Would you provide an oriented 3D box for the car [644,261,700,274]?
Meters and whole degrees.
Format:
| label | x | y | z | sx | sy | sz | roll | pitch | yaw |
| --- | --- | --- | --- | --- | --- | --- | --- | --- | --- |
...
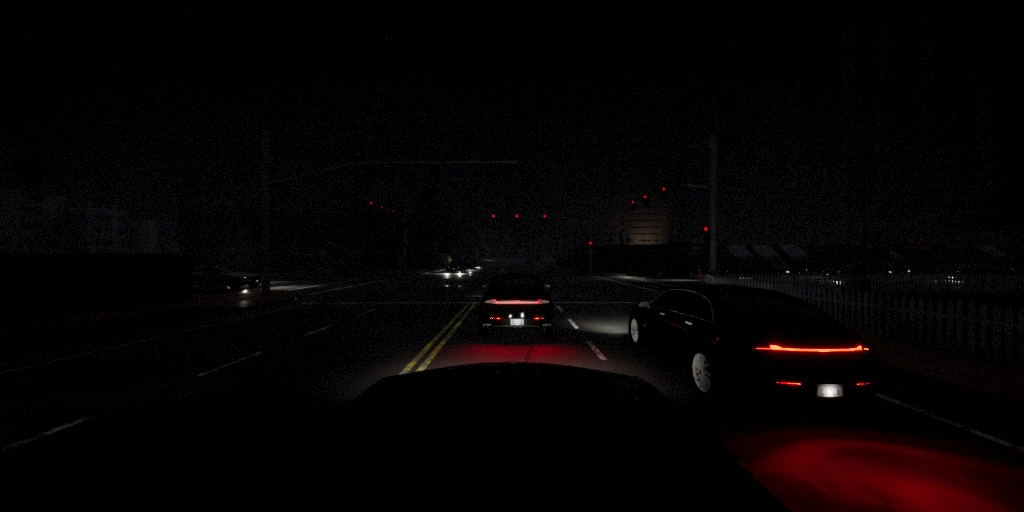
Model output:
| label | x | y | z | sx | sy | sz | roll | pitch | yaw |
| --- | --- | --- | --- | --- | --- | --- | --- | --- | --- |
| car | 14.920 | 1.255 | 33.512 | 4.892 | 1.490 | 1.837 | 0 | 0 | 1 |

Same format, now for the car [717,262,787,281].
| label | x | y | z | sx | sy | sz | roll | pitch | yaw |
| --- | --- | --- | --- | --- | --- | --- | --- | --- | --- |
| car | 19.615 | 1.241 | 30.036 | 4.902 | 1.511 | 2.128 | 0 | 0 | -1 |

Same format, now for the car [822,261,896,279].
| label | x | y | z | sx | sy | sz | roll | pitch | yaw |
| --- | --- | --- | --- | --- | --- | --- | --- | --- | --- |
| car | 28.875 | 1.276 | 30.203 | 4.674 | 1.442 | 1.812 | 0 | 0 | -1 |

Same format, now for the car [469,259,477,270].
| label | x | y | z | sx | sy | sz | roll | pitch | yaw |
| --- | --- | --- | --- | --- | --- | --- | --- | --- | --- |
| car | -6.778 | 1.276 | 54.181 | 1.812 | 1.442 | 4.674 | 0 | 0 | 1 |

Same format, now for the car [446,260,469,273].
| label | x | y | z | sx | sy | sz | roll | pitch | yaw |
| --- | --- | --- | --- | --- | --- | --- | --- | --- | --- |
| car | -6.845 | 1.255 | 44.358 | 1.837 | 1.490 | 4.892 | 0 | 0 | 0 |

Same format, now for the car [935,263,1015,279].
| label | x | y | z | sx | sy | sz | roll | pitch | yaw |
| --- | --- | --- | --- | --- | --- | --- | --- | --- | --- |
| car | 38.875 | 1.276 | 30.387 | 4.674 | 1.442 | 1.812 | 0 | 0 | -1 |

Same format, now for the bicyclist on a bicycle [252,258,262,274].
| label | x | y | z | sx | sy | sz | roll | pitch | yaw |
| --- | --- | --- | --- | --- | --- | --- | --- | --- | --- |
| bicyclist on a bicycle | -26.175 | 1.051 | 36.843 | 0.582 | 1.620 | 1.656 | 0 | 0 | -3 |

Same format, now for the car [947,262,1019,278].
| label | x | y | z | sx | sy | sz | roll | pitch | yaw |
| --- | --- | --- | --- | --- | --- | --- | --- | --- | --- |
| car | 44.526 | 1.314 | 33.974 | 4.181 | 1.385 | 1.994 | 0 | 0 | -1 |

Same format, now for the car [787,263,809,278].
| label | x | y | z | sx | sy | sz | roll | pitch | yaw |
| --- | --- | --- | --- | --- | --- | --- | --- | --- | --- |
| car | 24.659 | 1.297 | 33.634 | 5.357 | 1.411 | 2.033 | 0 | 0 | -1 |

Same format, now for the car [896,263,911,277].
| label | x | y | z | sx | sy | sz | roll | pitch | yaw |
| --- | --- | --- | --- | --- | --- | --- | --- | --- | --- |
| car | 34.483 | 1.242 | 33.813 | 4.902 | 1.511 | 2.128 | 0 | 0 | -1 |

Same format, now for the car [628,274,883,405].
| label | x | y | z | sx | sy | sz | roll | pitch | yaw |
| --- | --- | --- | --- | --- | --- | --- | --- | --- | --- |
| car | 3.587 | 1.255 | 6.429 | 1.837 | 1.490 | 4.892 | 0 | 0 | 1 |

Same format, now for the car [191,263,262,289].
| label | x | y | z | sx | sy | sz | roll | pitch | yaw |
| --- | --- | --- | --- | --- | --- | --- | --- | --- | --- |
| car | -18.162 | 1.276 | 22.254 | 4.674 | 1.442 | 1.812 | 0 | 0 | 0 |

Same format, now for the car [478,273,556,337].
| label | x | y | z | sx | sy | sz | roll | pitch | yaw |
| --- | --- | --- | --- | --- | --- | --- | --- | --- | --- |
| car | 0.130 | 1.242 | 10.333 | 2.128 | 1.511 | 4.902 | 0 | 0 | 0 |
